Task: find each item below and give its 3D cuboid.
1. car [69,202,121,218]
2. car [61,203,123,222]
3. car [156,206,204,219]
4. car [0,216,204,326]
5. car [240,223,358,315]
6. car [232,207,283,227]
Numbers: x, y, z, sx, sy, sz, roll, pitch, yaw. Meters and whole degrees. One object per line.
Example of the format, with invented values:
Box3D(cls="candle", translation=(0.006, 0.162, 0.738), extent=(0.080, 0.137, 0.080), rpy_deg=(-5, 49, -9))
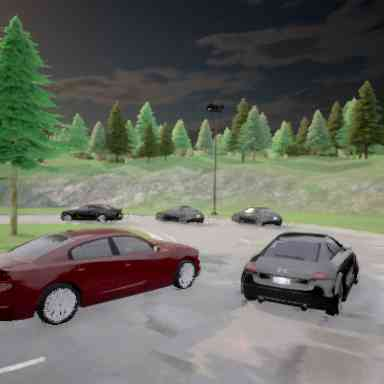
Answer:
Box3D(cls="car", translation=(-9.720, 1.793, 33.534), extent=(4.674, 1.442, 1.812), rpy_deg=(1, -1, 4))
Box3D(cls="car", translation=(-8.029, 1.688, 26.592), extent=(5.008, 1.535, 1.882), rpy_deg=(0, -2, 14))
Box3D(cls="car", translation=(-1.025, 1.836, 27.023), extent=(4.181, 1.385, 1.994), rpy_deg=(0, -1, 42))
Box3D(cls="car", translation=(-1.912, 1.538, 7.356), extent=(1.882, 1.535, 5.008), rpy_deg=(1, 0, 44))
Box3D(cls="car", translation=(2.732, 1.670, 7.996), extent=(1.994, 1.385, 4.181), rpy_deg=(0, 0, 31))
Box3D(cls="car", translation=(4.896, 1.867, 25.482), extent=(1.994, 1.385, 4.181), rpy_deg=(1, -1, -31))
